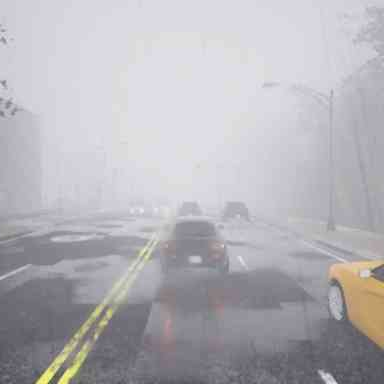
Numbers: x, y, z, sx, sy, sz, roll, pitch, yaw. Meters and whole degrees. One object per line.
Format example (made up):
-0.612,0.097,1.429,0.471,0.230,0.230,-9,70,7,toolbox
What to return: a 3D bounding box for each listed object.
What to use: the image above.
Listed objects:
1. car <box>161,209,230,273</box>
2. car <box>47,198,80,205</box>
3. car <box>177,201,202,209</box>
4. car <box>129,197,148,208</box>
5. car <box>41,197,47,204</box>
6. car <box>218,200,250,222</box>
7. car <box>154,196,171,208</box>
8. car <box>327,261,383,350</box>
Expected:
0.055,1.479,10.416,1.812,1.442,4.674,0,0,-1,car
-20.682,1.582,54.453,4.313,1.339,1.947,-1,1,-1,car
-0.177,1.411,25.921,1.812,1.442,4.674,0,0,-1,car
-7.081,1.371,44.279,1.994,1.385,4.181,0,0,-1,car
-29.152,1.544,62.828,4.403,1.369,2.008,-1,1,-1,car
3.100,1.393,25.052,1.837,1.490,4.892,0,0,-1,car
-3.828,1.315,43.997,1.837,1.490,4.892,0,0,0,car
3.342,1.459,3.972,1.882,1.535,5.008,0,0,0,car
